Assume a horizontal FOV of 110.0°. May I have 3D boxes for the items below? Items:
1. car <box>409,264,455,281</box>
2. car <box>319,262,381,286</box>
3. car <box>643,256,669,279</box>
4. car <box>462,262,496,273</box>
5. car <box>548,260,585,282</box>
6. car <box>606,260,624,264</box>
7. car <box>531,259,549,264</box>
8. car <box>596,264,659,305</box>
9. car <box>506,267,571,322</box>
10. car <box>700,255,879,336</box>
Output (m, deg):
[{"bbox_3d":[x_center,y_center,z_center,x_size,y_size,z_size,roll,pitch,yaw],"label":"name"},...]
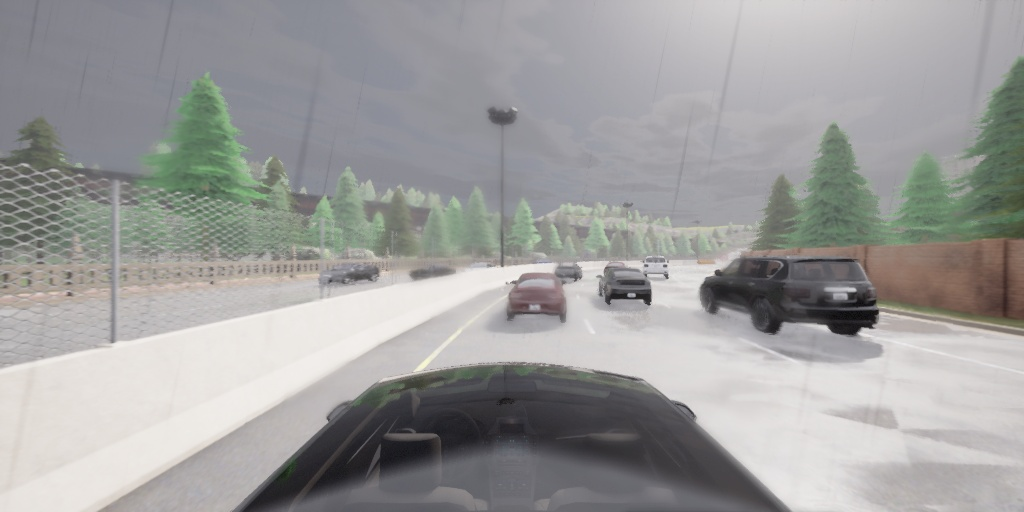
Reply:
[{"bbox_3d":[-6.509,1.325,29.561,1.895,1.301,4.718,0,0,16],"label":"car"},{"bbox_3d":[-11.206,1.195,25.072,2.128,1.511,4.902,0,0,13],"label":"car"},{"bbox_3d":[13.803,1.034,34.406,2.150,2.045,5.566,0,0,22],"label":"car"},{"bbox_3d":[-2.656,1.266,30.187,1.812,1.442,4.674,0,0,17],"label":"car"},{"bbox_3d":[4.740,1.265,29.773,2.128,1.511,4.902,0,0,17],"label":"car"},{"bbox_3d":[9.884,1.273,33.927,1.882,1.535,5.008,0,0,20],"label":"car"},{"bbox_3d":[5.189,1.255,62.710,1.882,1.535,5.008,0,0,34],"label":"car"},{"bbox_3d":[5.040,1.278,16.380,1.837,1.490,4.892,0,0,9],"label":"car"},{"bbox_3d":[0.908,1.280,12.324,1.812,1.442,4.674,0,0,6],"label":"car"},{"bbox_3d":[7.730,1.006,10.781,2.150,2.045,5.566,0,0,6],"label":"car"}]
